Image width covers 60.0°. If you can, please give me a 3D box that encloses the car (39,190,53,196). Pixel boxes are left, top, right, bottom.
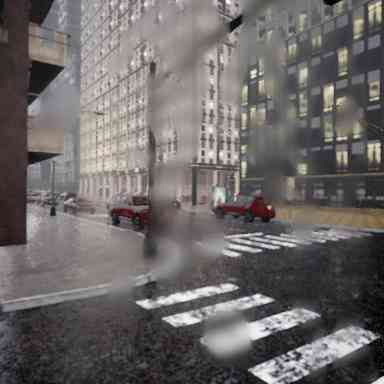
[{"bbox_3d":[-32.179,0.203,73.324,1.887,1.381,4.507,2,0,-36],"label":"car"}]

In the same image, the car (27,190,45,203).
[{"bbox_3d":[-19.324,0.806,41.429,1.802,1.307,4.206,2,0,-36],"label":"car"}]

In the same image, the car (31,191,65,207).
[{"bbox_3d":[-16.059,0.881,36.947,2.008,1.369,4.403,2,0,-36],"label":"car"}]

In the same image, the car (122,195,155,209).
[{"bbox_3d":[-6.060,1.076,37.449,1.947,1.339,4.313,2,0,-36],"label":"car"}]

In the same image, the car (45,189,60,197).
[{"bbox_3d":[-28.911,0.206,68.839,1.967,1.590,4.097,2,0,-36],"label":"car"}]

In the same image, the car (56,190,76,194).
[{"bbox_3d":[-18.751,0.644,50.456,1.837,1.490,4.892,1,0,-36],"label":"car"}]

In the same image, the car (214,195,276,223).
[{"bbox_3d":[3.743,1.138,23.996,2.192,1.841,5.009,2,0,-36],"label":"car"}]

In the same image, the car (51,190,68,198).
[{"bbox_3d":[-25.649,0.417,64.356,1.887,1.381,4.507,2,0,-36],"label":"car"}]

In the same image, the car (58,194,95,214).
[{"bbox_3d":[-9.531,1.122,27.980,1.802,1.307,4.206,2,0,-36],"label":"car"}]

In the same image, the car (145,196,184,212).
[{"bbox_3d":[-2.794,1.181,32.964,1.947,1.339,4.313,2,0,-36],"label":"car"}]

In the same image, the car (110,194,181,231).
[{"bbox_3d":[-2.993,1.064,19.013,2.192,1.841,5.009,2,0,-36],"label":"car"}]
